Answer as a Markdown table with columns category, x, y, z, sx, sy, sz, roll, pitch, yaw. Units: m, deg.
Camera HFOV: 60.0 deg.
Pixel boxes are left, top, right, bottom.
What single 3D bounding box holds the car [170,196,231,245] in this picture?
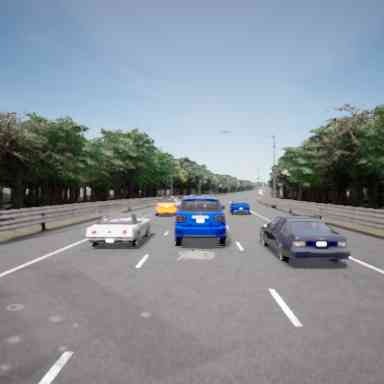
| category | x | y | z | sx | sy | sz | roll | pitch | yaw |
| --- | --- | --- | --- | --- | --- | --- | --- | --- | --- |
| car | 0.410 | 1.216 | 15.621 | 2.150 | 2.045 | 5.566 | 0 | 0 | 2 |

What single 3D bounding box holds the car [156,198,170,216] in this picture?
| category | x | y | z | sx | sy | sz | roll | pitch | yaw |
| --- | --- | --- | --- | --- | --- | --- | --- | --- | --- |
| car | -2.197 | 1.336 | 32.832 | 2.097 | 1.767 | 4.553 | 0 | 0 | 4 |

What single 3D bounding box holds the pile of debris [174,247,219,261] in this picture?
| category | x | y | z | sx | sy | sz | roll | pitch | yaw |
| --- | --- | --- | --- | --- | --- | --- | --- | --- | --- |
| pile of debris | 0.168 | 2.172 | 11.833 | 1.500 | 0.140 | 1.860 | 0 | 0 | 2 |

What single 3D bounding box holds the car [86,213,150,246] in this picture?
| category | x | y | z | sx | sy | sz | roll | pitch | yaw |
| --- | --- | --- | --- | --- | --- | --- | --- | --- | --- |
| car | -3.108 | 1.593 | 15.123 | 1.895 | 1.301 | 4.718 | 0 | 0 | 2 |

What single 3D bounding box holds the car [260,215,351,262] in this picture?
| category | x | y | z | sx | sy | sz | roll | pitch | yaw |
| --- | --- | --- | --- | --- | --- | --- | --- | --- | --- |
| car | 3.798 | 1.547 | 12.103 | 2.033 | 1.411 | 5.357 | 0 | 0 | 2 |

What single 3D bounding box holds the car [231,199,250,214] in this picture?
| category | x | y | z | sx | sy | sz | roll | pitch | yaw |
| --- | --- | --- | --- | --- | --- | --- | --- | --- | --- |
| car | 4.969 | 1.467 | 35.015 | 1.882 | 1.535 | 5.008 | 0 | 0 | 4 |

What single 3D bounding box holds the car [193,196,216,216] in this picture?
| category | x | y | z | sx | sy | sz | roll | pitch | yaw |
| --- | --- | --- | --- | --- | --- | --- | --- | --- | --- |
| car | 1.324 | 1.339 | 33.012 | 2.097 | 1.767 | 4.553 | 0 | 0 | 4 |
